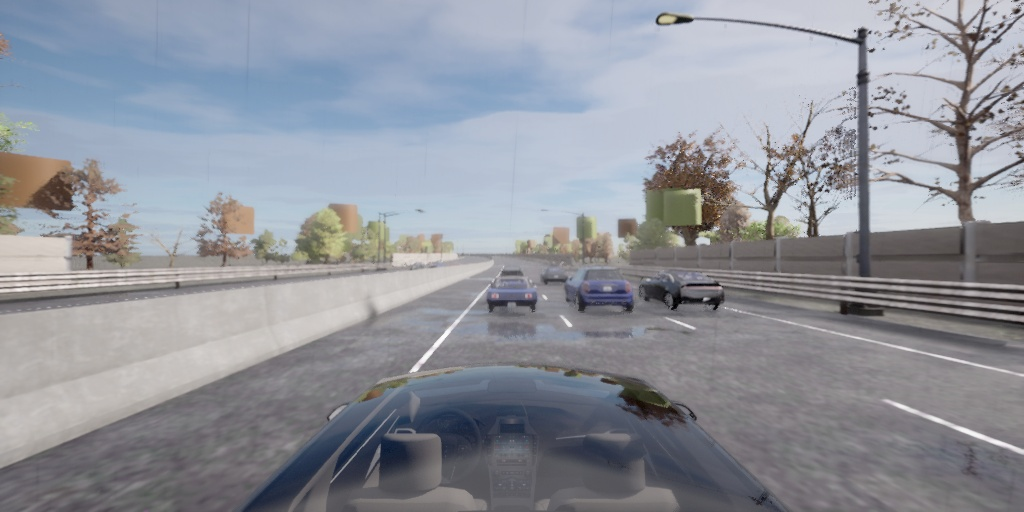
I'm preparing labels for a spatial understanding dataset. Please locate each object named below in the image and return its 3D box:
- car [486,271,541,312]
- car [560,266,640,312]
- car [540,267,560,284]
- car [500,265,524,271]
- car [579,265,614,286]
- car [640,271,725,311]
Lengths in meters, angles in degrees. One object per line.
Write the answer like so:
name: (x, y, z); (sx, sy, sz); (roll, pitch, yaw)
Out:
car: (0.013, 1.492, 15.094); (1.895, 1.301, 4.718); (0, -1, 0)
car: (3.516, 1.244, 15.267); (2.097, 1.767, 4.553); (0, -1, 0)
car: (3.506, 1.615, 30.295); (1.994, 1.385, 4.181); (0, -1, 1)
car: (0.015, 1.536, 31.090); (1.882, 1.535, 5.008); (0, 0, 0)
car: (7.009, 1.558, 30.340); (1.837, 1.490, 4.892); (0, 0, 0)
car: (7.016, 1.387, 15.347); (2.128, 1.511, 4.902); (0, 0, 0)
